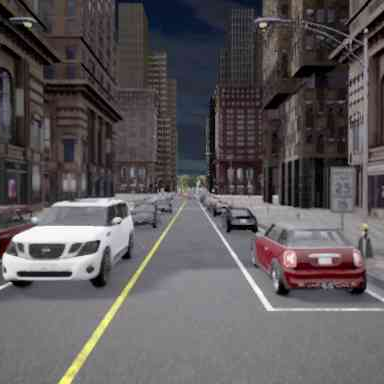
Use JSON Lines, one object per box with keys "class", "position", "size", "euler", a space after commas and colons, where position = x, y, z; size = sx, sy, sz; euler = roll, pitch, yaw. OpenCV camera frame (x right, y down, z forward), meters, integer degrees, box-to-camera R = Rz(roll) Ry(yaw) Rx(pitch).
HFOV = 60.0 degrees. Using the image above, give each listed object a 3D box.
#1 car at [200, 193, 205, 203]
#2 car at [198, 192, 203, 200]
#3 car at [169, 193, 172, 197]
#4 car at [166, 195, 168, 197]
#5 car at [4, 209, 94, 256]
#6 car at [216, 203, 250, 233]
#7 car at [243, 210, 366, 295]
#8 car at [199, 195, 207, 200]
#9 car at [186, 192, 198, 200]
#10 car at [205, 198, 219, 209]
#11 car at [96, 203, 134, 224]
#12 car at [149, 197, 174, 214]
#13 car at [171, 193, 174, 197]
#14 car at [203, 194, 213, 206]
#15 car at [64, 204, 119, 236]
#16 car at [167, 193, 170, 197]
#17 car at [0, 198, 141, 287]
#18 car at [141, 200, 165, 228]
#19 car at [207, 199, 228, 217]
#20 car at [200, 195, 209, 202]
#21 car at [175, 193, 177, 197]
{"class": "car", "position": [2.759, 1.448, 53.140], "size": [1.967, 1.590, 4.097], "euler": [-1, 0, 0]}
{"class": "car", "position": [2.760, 1.293, 64.221], "size": [2.192, 1.841, 5.009], "euler": [-1, 0, 0]}
{"class": "car", "position": [-5.762, 1.525, 69.761], "size": [1.947, 1.339, 4.313], "euler": [-1, 0, 0]}
{"class": "car", "position": [-5.764, 1.577, 58.679], "size": [1.802, 1.307, 4.206], "euler": [-1, 0, 0]}
{"class": "car", "position": [-5.772, 1.543, 14.180], "size": [1.752, 1.417, 4.829], "euler": [-1, 0, 0]}
{"class": "car", "position": [2.755, 1.587, 19.897], "size": [1.947, 1.339, 4.313], "euler": [-1, 0, 0]}
{"class": "car", "position": [2.752, 1.452, 8.817], "size": [1.967, 1.590, 4.097], "euler": [-1, 0, 0]}
{"class": "car", "position": [2.766, 1.424, 86.384], "size": [1.887, 1.381, 4.507], "euler": [0, 0, 0]}
{"class": "car", "position": [0.008, 1.359, 88.785], "size": [1.994, 1.385, 4.181], "euler": [0, 0, 0]}
{"class": "car", "position": [2.757, 1.607, 36.519], "size": [1.802, 1.307, 4.206], "euler": [-1, 0, 0]}
{"class": "car", "position": [-5.770, 1.591, 25.431], "size": [1.947, 1.339, 4.313], "euler": [-1, 0, 0]}
{"class": "car", "position": [-3.069, 1.589, 35.261], "size": [1.994, 1.385, 4.181], "euler": [0, 0, 0]}
{"class": "car", "position": [-5.760, 1.453, 80.843], "size": [1.887, 1.381, 4.507], "euler": [0, 0, 0]}
{"class": "car", "position": [2.757, 1.463, 42.059], "size": [1.967, 1.590, 4.097], "euler": [-1, 0, 0]}
{"class": "car", "position": [-5.771, 1.547, 19.720], "size": [1.752, 1.417, 4.829], "euler": [-1, 0, 0]}
{"class": "car", "position": [-5.764, 1.505, 64.049], "size": [1.752, 1.417, 4.829], "euler": [-1, 0, 0]}
{"class": "car", "position": [-3.096, 1.235, 9.720], "size": [2.150, 2.045, 5.566], "euler": [0, 0, 0]}
{"class": "car", "position": [-3.091, 1.529, 22.168], "size": [1.837, 1.490, 4.892], "euler": [0, 0, 0]}
{"class": "car", "position": [2.757, 1.591, 30.978], "size": [1.947, 1.339, 4.313], "euler": [-1, 0, 0]}
{"class": "car", "position": [2.764, 1.479, 75.304], "size": [1.887, 1.381, 4.507], "euler": [0, 0, 0]}
{"class": "car", "position": [-5.761, 1.195, 86.382], "size": [2.192, 1.841, 5.009], "euler": [0, 0, 0]}
